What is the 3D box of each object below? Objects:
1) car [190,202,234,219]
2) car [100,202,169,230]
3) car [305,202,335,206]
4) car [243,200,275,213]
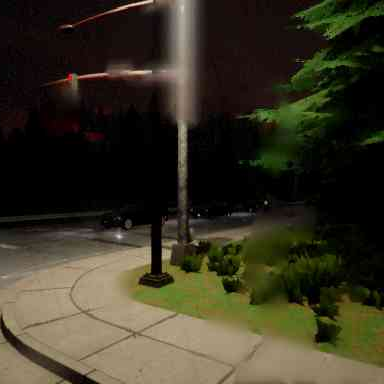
[{"bbox_3d":[1.820,1.574,28.918,1.895,1.301,4.718,0,0,35],"label":"car"},{"bbox_3d":[-3.545,1.451,21.162,1.882,1.535,5.008,0,0,35],"label":"car"},{"bbox_3d":[16.379,1.195,42.928,2.150,2.045,5.566,0,0,36],"label":"car"},{"bbox_3d":[7.478,1.574,36.955,1.895,1.301,4.718,0,0,36],"label":"car"}]
